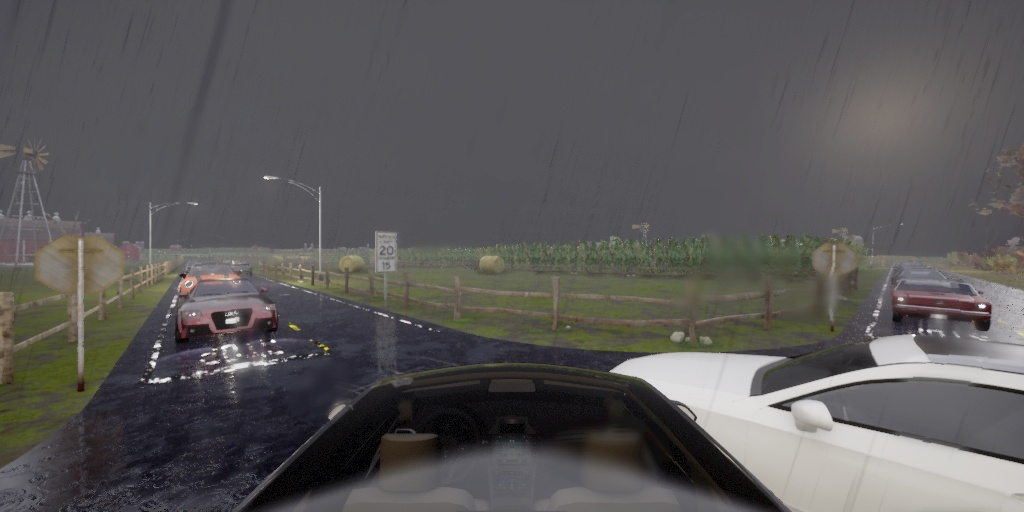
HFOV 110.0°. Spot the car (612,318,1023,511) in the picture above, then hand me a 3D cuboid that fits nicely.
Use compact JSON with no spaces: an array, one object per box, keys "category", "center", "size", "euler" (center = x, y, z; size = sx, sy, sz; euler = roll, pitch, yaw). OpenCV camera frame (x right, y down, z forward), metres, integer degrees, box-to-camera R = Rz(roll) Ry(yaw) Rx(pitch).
[{"category":"car","center":[2.835,1.294,2.392],"size":[1.812,1.442,4.674],"euler":[0,1,-44]}]

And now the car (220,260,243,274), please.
[{"category":"car","center":[-33.772,1.297,43.090],"size":[1.837,1.490,4.892],"euler":[0,0,-42]}]

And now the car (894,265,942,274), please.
[{"category":"car","center":[20.567,1.362,18.046],"size":[5.357,1.411,2.033],"euler":[0,1,-43]}]

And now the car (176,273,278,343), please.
[{"category":"car","center":[-7.956,1.353,9.961],"size":[1.994,1.385,4.181],"euler":[0,0,-43]}]

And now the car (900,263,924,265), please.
[{"category":"car","center":[27.311,1.399,24.312],"size":[4.181,1.385,1.994],"euler":[0,1,-43]}]

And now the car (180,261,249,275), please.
[{"category":"car","center":[-13.743,1.137,16.435],"size":[2.097,1.767,4.553],"euler":[0,0,-42]}]

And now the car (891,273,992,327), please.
[{"category":"car","center":[13.500,1.397,11.471],"size":[4.718,1.301,1.895],"euler":[0,1,-43]}]

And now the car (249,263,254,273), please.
[{"category":"car","center":[-27.039,1.277,35.643],"size":[2.128,1.511,4.902],"euler":[0,0,-42]}]
